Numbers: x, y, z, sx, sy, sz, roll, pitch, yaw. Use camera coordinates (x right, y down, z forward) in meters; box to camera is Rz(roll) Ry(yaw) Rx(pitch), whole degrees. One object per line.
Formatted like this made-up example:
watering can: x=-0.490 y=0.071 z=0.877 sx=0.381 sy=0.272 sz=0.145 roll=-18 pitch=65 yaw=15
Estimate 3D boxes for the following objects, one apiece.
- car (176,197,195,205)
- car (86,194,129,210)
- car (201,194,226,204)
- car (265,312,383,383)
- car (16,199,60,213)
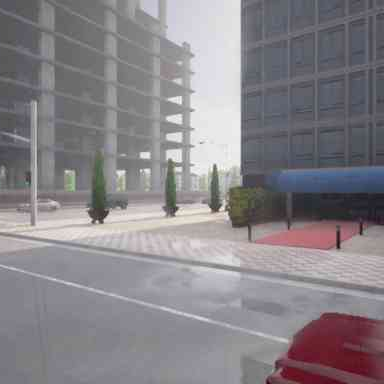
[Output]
car: x=-1.618 y=1.544 z=59.115 sx=2.033 sy=1.411 sz=5.357 roll=0 pitch=0 yaw=36
car: x=-10.311 y=1.218 z=41.123 sx=2.150 sy=2.045 sz=5.566 roll=0 pitch=0 yaw=36
car: x=3.573 y=1.505 z=60.275 sx=1.837 sy=1.490 sz=4.892 roll=0 pitch=-1 yaw=36
car: x=2.820 y=1.601 z=1.984 sx=4.718 sy=1.301 sz=1.895 roll=0 pitch=0 yaw=35
car: x=-17.248 y=1.522 z=37.476 sx=1.812 sy=1.442 sz=4.674 roll=0 pitch=0 yaw=36
